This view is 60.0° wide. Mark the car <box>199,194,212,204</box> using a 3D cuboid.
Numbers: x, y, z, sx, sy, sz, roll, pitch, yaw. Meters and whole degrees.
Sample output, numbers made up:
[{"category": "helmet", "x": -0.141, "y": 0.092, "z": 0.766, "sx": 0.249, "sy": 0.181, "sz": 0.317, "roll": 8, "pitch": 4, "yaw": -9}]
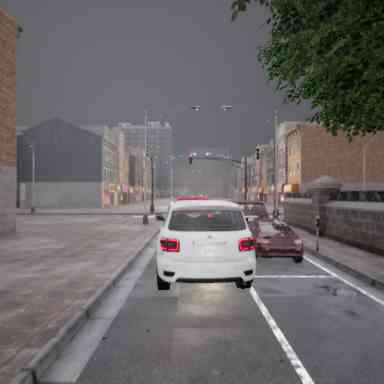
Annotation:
[{"category": "car", "x": 2.605, "y": 1.423, "z": 65.352, "sx": 2.192, "sy": 1.841, "sz": 5.009, "roll": 1, "pitch": 0, "yaw": 0}]

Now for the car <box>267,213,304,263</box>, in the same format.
[{"category": "car", "x": 2.636, "y": 1.585, "z": 11.722, "sx": 1.802, "sy": 1.307, "sz": 4.206, "roll": 1, "pitch": 0, "yaw": 0}]

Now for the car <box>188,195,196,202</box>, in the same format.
[{"category": "car", "x": -0.052, "y": 1.532, "z": 83.791, "sx": 2.097, "sy": 1.767, "sz": 4.553, "roll": 0, "pitch": 0, "yaw": 0}]

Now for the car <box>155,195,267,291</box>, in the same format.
[{"category": "car", "x": 0.175, "y": 1.223, "z": 9.216, "sx": 2.150, "sy": 2.045, "sz": 5.566, "roll": 0, "pitch": 0, "yaw": -4}]

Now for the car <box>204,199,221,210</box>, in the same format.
[{"category": "car", "x": 2.617, "y": 1.593, "z": 43.602, "sx": 1.887, "sy": 1.381, "sz": 4.507, "roll": 1, "pitch": 0, "yaw": 0}]

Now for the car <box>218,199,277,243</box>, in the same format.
[{"category": "car", "x": 2.636, "y": 1.322, "z": 17.172, "sx": 2.192, "sy": 1.841, "sz": 5.009, "roll": 1, "pitch": 0, "yaw": 0}]
